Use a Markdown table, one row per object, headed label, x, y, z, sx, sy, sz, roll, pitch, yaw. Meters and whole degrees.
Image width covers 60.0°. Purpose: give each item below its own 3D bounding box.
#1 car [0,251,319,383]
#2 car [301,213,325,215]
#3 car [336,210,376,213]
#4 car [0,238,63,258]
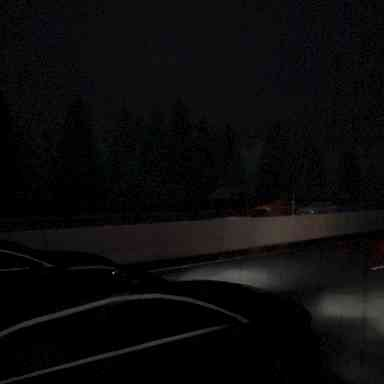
| label | x | y | z | sx | sy | sz | roll | pitch | yaw |
| --- | --- | --- | --- | --- | --- | --- | --- | --- | --- |
| car | -0.758 | 1.496 | 3.206 | 4.902 | 1.511 | 2.128 | 0 | 0 | -35 |
| car | 11.108 | 1.611 | 29.110 | 4.674 | 1.442 | 1.812 | 0 | 0 | -35 |
| car | 13.325 | 1.563 | 26.392 | 5.008 | 1.535 | 1.882 | 0 | 0 | -35 |
| car | -3.562 | 1.493 | 5.505 | 4.902 | 1.511 | 2.128 | 0 | 0 | -35 |
